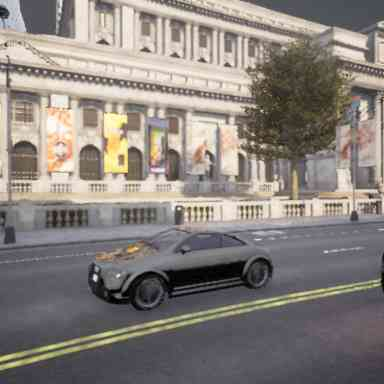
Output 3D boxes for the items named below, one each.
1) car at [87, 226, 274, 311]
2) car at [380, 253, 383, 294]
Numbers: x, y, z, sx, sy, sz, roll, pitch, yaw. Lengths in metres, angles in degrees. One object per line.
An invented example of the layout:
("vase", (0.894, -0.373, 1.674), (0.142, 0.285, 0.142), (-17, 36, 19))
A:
("car", (-0.179, 1.521, 7.609), (4.181, 1.385, 1.994), (0, 0, -29))
("car", (5.932, 1.421, 6.550), (5.008, 1.535, 1.882), (0, 0, -27))
